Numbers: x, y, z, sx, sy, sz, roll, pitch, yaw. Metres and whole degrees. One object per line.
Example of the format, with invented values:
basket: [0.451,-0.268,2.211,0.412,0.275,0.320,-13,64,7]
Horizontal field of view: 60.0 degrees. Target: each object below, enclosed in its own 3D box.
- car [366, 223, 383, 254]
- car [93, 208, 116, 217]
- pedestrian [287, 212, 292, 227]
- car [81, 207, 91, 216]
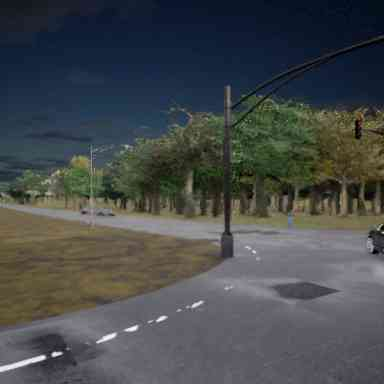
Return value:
car: [7.430,1.599,11.203,1.837,1.490,4.892,0,-1,12]
car: [-14.124,3.387,54.625,2.033,1.411,5.357,0,-2,-32]
pedestrian: [7.915,2.177,26.907,0.375,1.300,0.375,-2,1,-32]
car: [-19.677,3.660,63.272,2.128,1.511,4.902,0,-2,-32]
